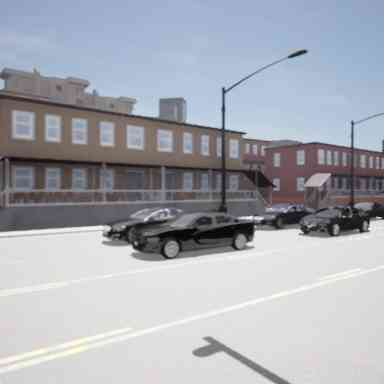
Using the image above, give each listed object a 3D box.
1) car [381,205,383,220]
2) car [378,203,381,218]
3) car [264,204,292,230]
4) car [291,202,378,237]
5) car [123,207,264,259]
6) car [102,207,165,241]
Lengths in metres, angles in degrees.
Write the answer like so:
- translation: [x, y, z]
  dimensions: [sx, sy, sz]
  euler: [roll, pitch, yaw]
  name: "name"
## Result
- translation: [15.991, 1.360, 23.991]
  dimensions: [4.553, 1.767, 2.097]
  euler: [0, 0, -35]
  name: "car"
- translation: [14.166, 1.534, 26.986]
  dimensions: [4.674, 1.442, 1.812]
  euler: [0, 0, -36]
  name: "car"
- translation: [5.919, 1.496, 21.107]
  dimensions: [4.902, 1.511, 2.128]
  euler: [0, 0, -35]
  name: "car"
- translation: [7.895, 1.510, 18.221]
  dimensions: [4.892, 1.490, 1.837]
  euler: [0, 0, -36]
  name: "car"
- translation: [0.177, 1.480, 12.709]
  dimensions: [5.008, 1.535, 1.882]
  euler: [0, 0, -33]
  name: "car"
- translation: [-1.705, 1.494, 15.667]
  dimensions: [4.902, 1.511, 2.128]
  euler: [0, 0, -35]
  name: "car"
